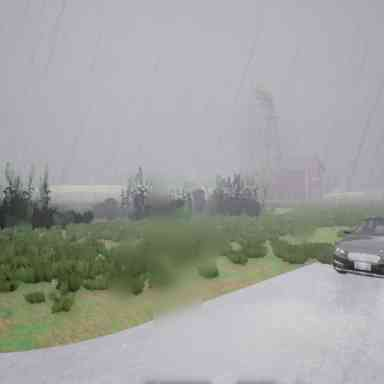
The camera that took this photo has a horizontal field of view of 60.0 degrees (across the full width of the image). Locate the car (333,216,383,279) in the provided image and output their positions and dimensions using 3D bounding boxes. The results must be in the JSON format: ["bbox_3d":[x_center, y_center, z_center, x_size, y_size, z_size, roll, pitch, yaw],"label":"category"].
[{"bbox_3d":[5.751,1.491,9.652,2.128,1.511,4.902,0,0,44],"label":"car"}]
